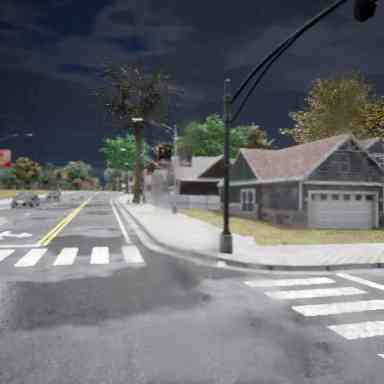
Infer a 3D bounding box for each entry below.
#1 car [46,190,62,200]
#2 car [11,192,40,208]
[{"bbox_3d":[-20.624,0.491,49.905,1.837,1.490,4.892,1,1,-15],"label":"car"},{"bbox_3d":[-16.007,0.744,32.179,2.128,1.511,4.902,1,1,-15],"label":"car"}]
